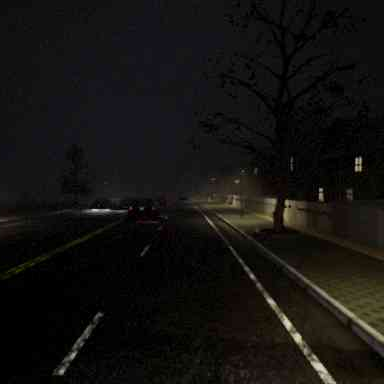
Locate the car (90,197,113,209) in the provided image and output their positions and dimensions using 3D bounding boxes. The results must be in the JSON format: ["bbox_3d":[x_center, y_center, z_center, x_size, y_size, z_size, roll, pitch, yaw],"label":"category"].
[{"bbox_3d":[-10.817,1.355,40.048,1.994,1.385,4.181,0,0,-3],"label":"car"}]

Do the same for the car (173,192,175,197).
[{"bbox_3d":[-3.022,0.806,83.897,2.150,2.045,5.566,0,0,-5],"label":"car"}]

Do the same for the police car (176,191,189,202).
[{"bbox_3d":[-1.667,1.075,67.931,1.930,1.638,5.238,0,0,-4],"label":"police car"}]

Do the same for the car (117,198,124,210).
[{"bbox_3d":[-7.542,1.337,39.633,2.033,1.411,5.357,0,0,-3],"label":"car"}]

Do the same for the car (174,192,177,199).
[{"bbox_3d":[-2.477,1.084,77.855,1.882,1.535,5.008,0,0,-5],"label":"car"}]

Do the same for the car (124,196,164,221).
[{"bbox_3d":[-3.587,1.207,25.618,2.097,1.767,4.553,0,0,-1],"label":"car"}]

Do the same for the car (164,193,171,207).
[{"bbox_3d":[-4.470,1.241,47.102,2.128,1.511,4.902,0,0,-3],"label":"car"}]
